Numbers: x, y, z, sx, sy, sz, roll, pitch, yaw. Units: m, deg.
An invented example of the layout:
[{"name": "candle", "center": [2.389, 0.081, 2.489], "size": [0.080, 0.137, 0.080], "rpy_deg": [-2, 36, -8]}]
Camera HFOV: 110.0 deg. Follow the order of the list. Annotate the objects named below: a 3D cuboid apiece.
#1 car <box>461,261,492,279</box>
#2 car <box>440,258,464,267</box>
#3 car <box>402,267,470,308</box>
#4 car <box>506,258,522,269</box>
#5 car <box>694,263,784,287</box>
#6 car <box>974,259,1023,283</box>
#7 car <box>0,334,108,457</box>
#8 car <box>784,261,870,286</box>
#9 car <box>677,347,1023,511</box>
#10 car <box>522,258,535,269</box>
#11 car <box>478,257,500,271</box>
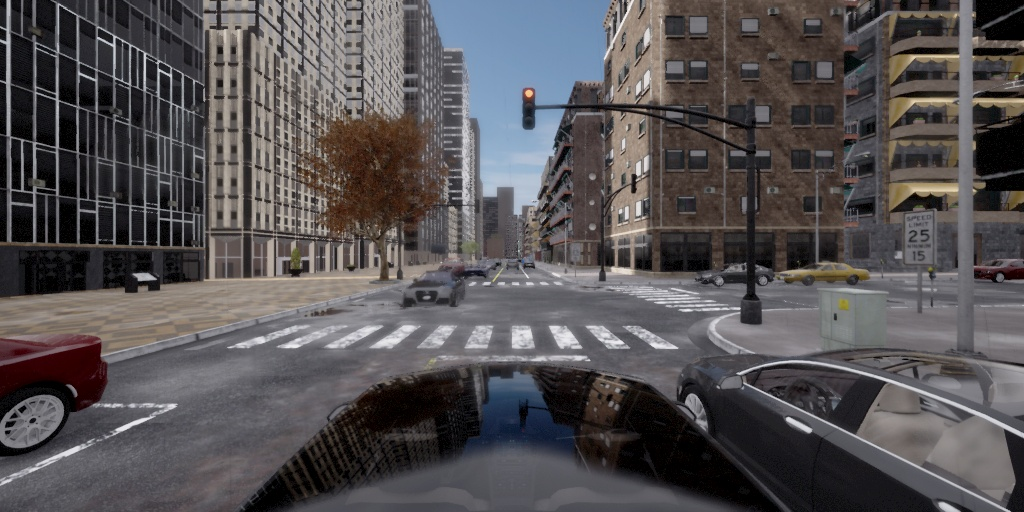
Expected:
[{"name": "car", "center": [-3.096, 1.363, 32.132], "size": [1.895, 1.301, 4.718], "rpy_deg": [0, 0, 0]}, {"name": "car", "center": [-5.687, 1.079, 34.734], "size": [2.192, 1.841, 5.009], "rpy_deg": [0, 0, 0]}, {"name": "car", "center": [-3.098, 1.316, 14.998], "size": [1.994, 1.385, 4.181], "rpy_deg": [0, 0, 0]}, {"name": "car", "center": [0.107, 1.274, 55.641], "size": [2.128, 1.511, 4.902], "rpy_deg": [0, 0, 0]}, {"name": "car", "center": [13.438, 1.095, 21.760], "size": [4.403, 1.370, 2.007], "rpy_deg": [0, 0, -1]}, {"name": "car", "center": [30.139, 0.859, 21.928], "size": [4.507, 1.381, 1.888], "rpy_deg": [0, 0, -1]}, {"name": "car", "center": [-5.691, 1.295, 2.347], "size": [1.888, 1.381, 4.507], "rpy_deg": [0, 0, 0]}, {"name": "car", "center": [18.835, 0.993, 21.814], "size": [4.829, 1.417, 1.751], "rpy_deg": [0, 0, -1]}, {"name": "car", "center": [2.689, 1.300, 2.346], "size": [2.007, 1.370, 4.403], "rpy_deg": [0, 0, 0]}, {"name": "car", "center": [2.697, 1.349, 56.824], "size": [1.948, 1.339, 4.313], "rpy_deg": [0, 0, 0]}, {"name": "car", "center": [-3.090, 1.265, 48.358], "size": [2.128, 1.511, 4.902], "rpy_deg": [0, 0, 0]}]
